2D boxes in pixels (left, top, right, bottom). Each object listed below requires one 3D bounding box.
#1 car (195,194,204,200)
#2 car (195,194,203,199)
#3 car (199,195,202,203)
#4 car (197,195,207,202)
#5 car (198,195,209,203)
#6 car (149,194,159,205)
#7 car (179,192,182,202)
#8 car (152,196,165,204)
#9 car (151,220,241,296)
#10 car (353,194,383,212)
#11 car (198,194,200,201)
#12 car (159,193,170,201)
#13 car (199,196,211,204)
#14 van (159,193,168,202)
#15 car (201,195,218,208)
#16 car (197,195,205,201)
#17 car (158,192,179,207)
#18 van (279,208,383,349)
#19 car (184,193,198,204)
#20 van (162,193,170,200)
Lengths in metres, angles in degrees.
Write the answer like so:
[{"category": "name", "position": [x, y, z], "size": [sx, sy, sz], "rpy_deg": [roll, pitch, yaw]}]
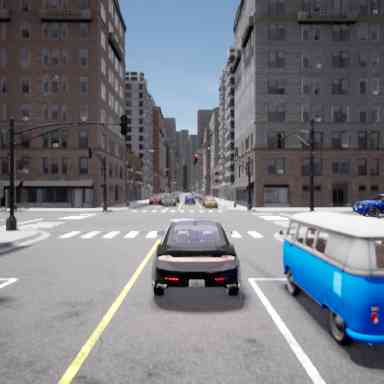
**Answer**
[{"category": "car", "position": [1.999, 1.367, 89.469], "size": [2.008, 1.369, 4.403], "rpy_deg": [0, 0, -1]}, {"category": "car", "position": [1.921, 1.351, 94.994], "size": [2.008, 1.369, 4.403], "rpy_deg": [0, 0, -1]}, {"category": "car", "position": [2.548, 1.351, 50.790], "size": [1.967, 1.590, 4.097], "rpy_deg": [0, 0, -1]}, {"category": "car", "position": [2.235, 1.412, 72.892], "size": [2.008, 1.369, 4.403], "rpy_deg": [0, 0, -1]}, {"category": "car", "position": [2.313, 1.419, 67.368], "size": [1.887, 1.381, 4.507], "rpy_deg": [0, 0, -1]}, {"category": "car", "position": [-6.055, 1.215, 56.195], "size": [2.192, 1.841, 5.009], "rpy_deg": [0, 0, -1]}, {"category": "car", "position": [-3.545, 1.099, 65.905], "size": [2.150, 2.045, 5.566], "rpy_deg": [0, 0, 0]}, {"category": "car", "position": [-6.133, 1.438, 61.722], "size": [2.008, 1.369, 4.403], "rpy_deg": [0, 0, -1]}, {"category": "car", "position": [0.088, 1.478, 8.605], "size": [2.128, 1.511, 4.902], "rpy_deg": [0, 0, 0]}, {"category": "car", "position": [17.327, 1.166, 29.501], "size": [5.566, 2.045, 2.150], "rpy_deg": [0, 0, -1]}, {"category": "car", "position": [2.470, 1.450, 56.316], "size": [2.008, 1.369, 4.403], "rpy_deg": [0, 0, -1]}, {"category": "car", "position": [-6.369, 1.162, 78.297], "size": [2.192, 1.841, 5.009], "rpy_deg": [0, 0, -1]}, {"category": "car", "position": [2.392, 1.453, 61.842], "size": [1.947, 1.339, 4.313], "rpy_deg": [0, 0, -1]}, {"category": "van", "position": [-6.290, 1.202, 72.771], "size": [1.690, 1.788, 3.998], "rpy_deg": [0, 0, -1]}, {"category": "car", "position": [2.624, 1.447, 45.436], "size": [1.752, 1.417, 4.829], "rpy_deg": [0, 0, -1]}, {"category": "car", "position": [2.156, 1.428, 78.418], "size": [1.802, 1.307, 4.206], "rpy_deg": [0, 0, -1]}, {"category": "car", "position": [-3.373, 1.267, 49.286], "size": [2.097, 1.767, 4.553], "rpy_deg": [0, 0, -1]}, {"category": "van", "position": [2.851, 1.331, 6.076], "size": [1.690, 1.788, 3.998], "rpy_deg": [0, 0, 0]}, {"category": "car", "position": [-0.326, 1.419, 59.085], "size": [1.812, 1.442, 4.674], "rpy_deg": [0, 0, -1]}, {"category": "van", "position": [-6.445, 1.173, 83.821], "size": [1.690, 1.788, 3.998], "rpy_deg": [0, 0, -1]}]
